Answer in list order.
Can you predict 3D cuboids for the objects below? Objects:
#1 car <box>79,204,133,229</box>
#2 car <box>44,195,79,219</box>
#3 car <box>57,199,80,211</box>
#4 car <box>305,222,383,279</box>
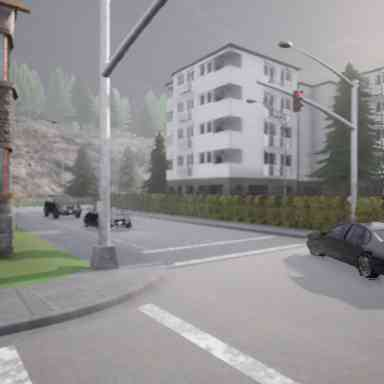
[{"bbox_3d":[-5.501,1.659,21.598,1.994,1.385,4.181,0,0,-36],"label":"car"},{"bbox_3d":[-11.828,1.277,30.226,2.150,2.045,5.566,0,0,-36],"label":"car"},{"bbox_3d":[-15.849,1.610,42.474,1.895,1.301,4.718,0,0,-31],"label":"car"},{"bbox_3d":[5.391,1.620,10.234,2.033,1.411,5.357,1,0,-4],"label":"car"}]
